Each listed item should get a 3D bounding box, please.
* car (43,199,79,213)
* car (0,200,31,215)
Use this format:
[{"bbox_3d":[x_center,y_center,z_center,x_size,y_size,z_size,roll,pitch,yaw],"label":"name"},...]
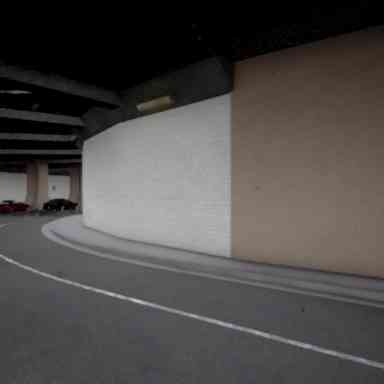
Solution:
[{"bbox_3d":[-14.619,1.472,37.481,1.882,1.535,5.008,0,0,9],"label":"car"},{"bbox_3d":[-18.519,1.557,34.348,1.994,1.385,4.181,0,0,5],"label":"car"}]
